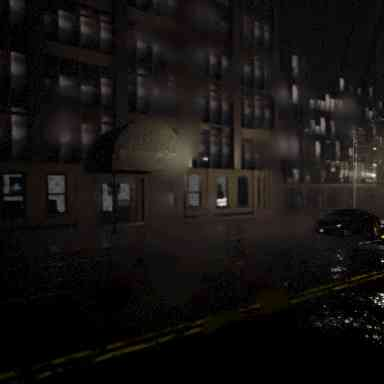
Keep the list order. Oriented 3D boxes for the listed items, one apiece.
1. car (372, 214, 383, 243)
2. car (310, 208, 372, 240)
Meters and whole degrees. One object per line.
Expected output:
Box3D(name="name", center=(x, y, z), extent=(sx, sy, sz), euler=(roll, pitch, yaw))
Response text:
Box3D(name="car", center=(10.353, 1.640, 15.076), extent=(4.181, 1.385, 1.994), euler=(0, 0, -36))
Box3D(name="car", center=(8.190, 1.602, 17.526), extent=(4.674, 1.442, 1.812), euler=(0, 0, -36))
